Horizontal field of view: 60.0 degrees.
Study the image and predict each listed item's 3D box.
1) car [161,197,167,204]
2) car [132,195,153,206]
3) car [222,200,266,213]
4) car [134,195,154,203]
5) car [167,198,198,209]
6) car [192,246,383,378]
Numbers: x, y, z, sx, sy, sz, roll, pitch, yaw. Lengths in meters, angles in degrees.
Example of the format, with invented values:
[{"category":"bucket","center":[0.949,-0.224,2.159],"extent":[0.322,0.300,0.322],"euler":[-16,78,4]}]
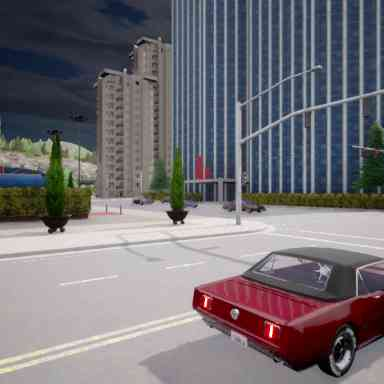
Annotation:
[{"category":"car","center":[-4.049,1.491,62.305],"extent":[2.128,1.511,4.902],"euler":[0,0,-36]},{"category":"car","center":[-8.334,1.352,56.018],"extent":[2.097,1.767,4.553],"euler":[0,0,-36]},{"category":"car","center":[5.648,1.547,36.744],"extent":[2.033,1.411,5.357],"euler":[0,0,-36]},{"category":"car","center":[-10.225,1.511,70.692],"extent":[2.128,1.511,4.902],"euler":[0,0,-36]},{"category":"car","center":[-1.097,1.526,46.032],"extent":[1.812,1.442,4.674],"euler":[0,0,-36]},{"category":"car","center":[2.422,1.601,5.540],"extent":[4.718,1.301,1.895],"euler":[0,0,-35]}]
